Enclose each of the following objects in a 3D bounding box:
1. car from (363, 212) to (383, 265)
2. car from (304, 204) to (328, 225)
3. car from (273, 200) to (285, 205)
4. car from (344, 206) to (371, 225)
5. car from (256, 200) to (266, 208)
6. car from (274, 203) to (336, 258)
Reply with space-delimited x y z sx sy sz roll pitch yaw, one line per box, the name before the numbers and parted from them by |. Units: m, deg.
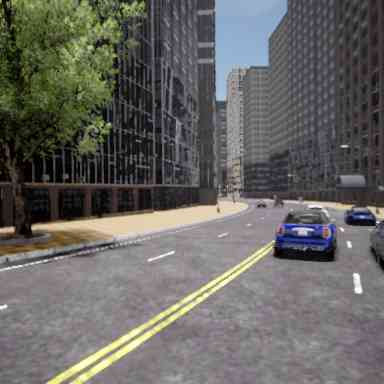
car | 7.409 1.669 11.646 2.033 1.411 5.357 0 -1 24
car | 10.515 1.836 28.313 1.812 1.442 4.674 0 -1 20
car | 16.374 2.207 62.712 1.837 1.490 4.892 0 0 11
car | 13.403 1.846 26.747 1.994 1.385 4.181 0 -1 20
car | 13.170 2.278 63.142 2.033 1.411 5.357 -1 -1 11
car | 4.802 1.503 13.797 2.097 1.767 4.553 0 -1 24
